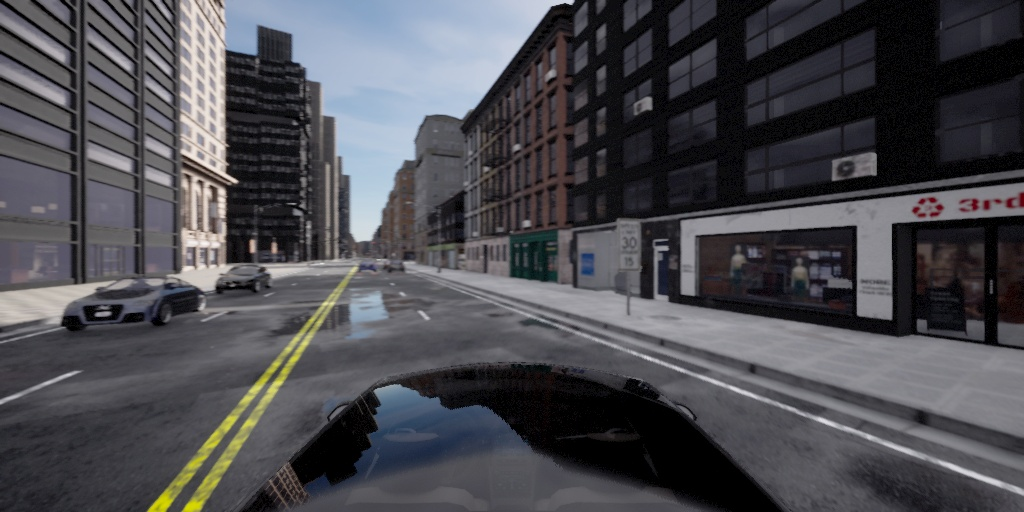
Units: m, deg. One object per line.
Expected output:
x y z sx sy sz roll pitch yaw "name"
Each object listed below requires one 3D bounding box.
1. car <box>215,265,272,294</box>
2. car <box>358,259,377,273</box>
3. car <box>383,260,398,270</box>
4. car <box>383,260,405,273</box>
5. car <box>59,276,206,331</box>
-15.464 1.294 20.899 1.837 1.490 4.892 0 0 -22 "car"
-18.145 1.139 45.013 2.097 1.767 4.553 0 0 -22 "car"
-18.191 1.309 53.672 1.812 1.442 4.674 0 0 -22 "car"
-14.245 1.269 44.082 2.128 1.511 4.902 0 0 -23 "car"
-11.515 1.345 11.276 1.994 1.385 4.181 0 0 -23 "car"
